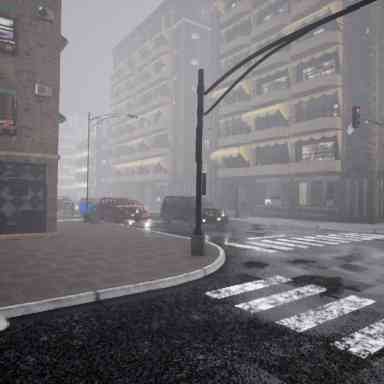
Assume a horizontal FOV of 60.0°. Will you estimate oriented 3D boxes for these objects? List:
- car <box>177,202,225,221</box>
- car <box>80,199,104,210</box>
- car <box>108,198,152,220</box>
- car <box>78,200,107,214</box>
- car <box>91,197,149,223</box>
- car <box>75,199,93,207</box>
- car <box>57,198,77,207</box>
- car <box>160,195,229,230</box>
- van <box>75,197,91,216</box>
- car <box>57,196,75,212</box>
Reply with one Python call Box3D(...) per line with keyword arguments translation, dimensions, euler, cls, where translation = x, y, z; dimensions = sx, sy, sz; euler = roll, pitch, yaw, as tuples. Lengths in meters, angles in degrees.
Box3D(translation=(0.703, 1.685, 30.116), dimensions=(1.752, 1.417, 4.829), euler=(1, -1, -35), cls="car")
Box3D(translation=(-14.032, 1.713, 46.588), dimensions=(1.812, 1.442, 4.674), euler=(1, -1, -36), cls="car")
Box3D(translation=(-5.596, 1.410, 29.647), dimensions=(2.097, 1.767, 4.553), euler=(1, -1, -35), cls="car")
Box3D(translation=(-11.332, 1.657, 37.731), dimensions=(1.994, 1.385, 4.181), euler=(1, -1, -35), cls="car")
Box3D(translation=(-5.615, 1.309, 25.412), dimensions=(2.192, 1.841, 5.009), euler=(1, -1, -35), cls="car")
Box3D(translation=(-18.587, 1.866, 57.239), dimensions=(1.802, 1.307, 4.206), euler=(1, -1, -35), cls="car")
Box3D(translation=(-21.550, 1.787, 57.161), dimensions=(2.033, 1.411, 5.357), euler=(1, -1, -35), cls="car")
Box3D(translation=(-0.023, 1.249, 21.802), dimensions=(2.150, 2.045, 5.566), euler=(1, -1, -36), cls="car")
Box3D(translation=(-8.848, 1.354, 29.956), dimensions=(1.690, 1.788, 3.998), euler=(1, -1, -35), cls="van")
Box3D(translation=(-15.310, 1.368, 39.044), dimensions=(2.192, 1.841, 5.009), euler=(1, -1, -35), cls="car")
